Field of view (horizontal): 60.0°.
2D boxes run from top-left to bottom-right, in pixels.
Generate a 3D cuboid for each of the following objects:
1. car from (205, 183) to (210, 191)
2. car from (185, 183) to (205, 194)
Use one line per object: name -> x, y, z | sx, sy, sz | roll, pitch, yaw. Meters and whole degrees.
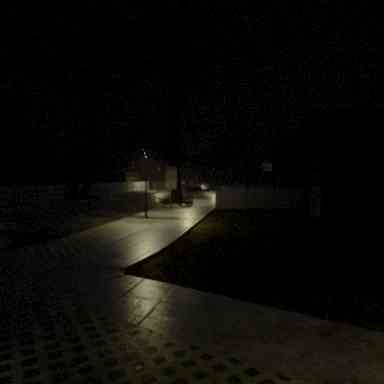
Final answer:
car -> 2.033, -0.928, 59.082 | 1.812, 1.442, 4.674 | 2, 2, 10
car -> 0.246, -0.602, 49.321 | 1.882, 1.535, 5.008 | 2, 3, 10
